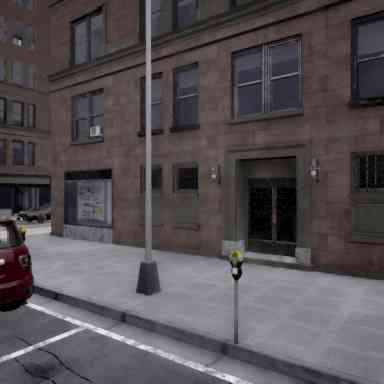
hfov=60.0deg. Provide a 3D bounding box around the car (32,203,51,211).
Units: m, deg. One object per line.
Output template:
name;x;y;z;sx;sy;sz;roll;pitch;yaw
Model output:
car;-10.244;1.503;25.168;2.033;1.411;5.357;0;0;36

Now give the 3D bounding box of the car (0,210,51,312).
car;-5.066;1.315;6.408;5.009;1.841;2.192;0;0;35
